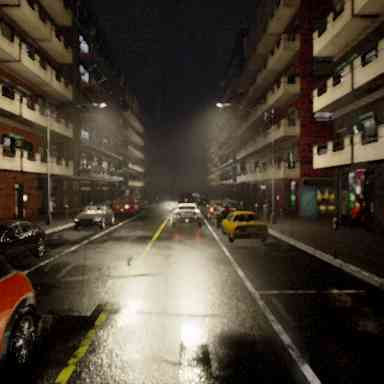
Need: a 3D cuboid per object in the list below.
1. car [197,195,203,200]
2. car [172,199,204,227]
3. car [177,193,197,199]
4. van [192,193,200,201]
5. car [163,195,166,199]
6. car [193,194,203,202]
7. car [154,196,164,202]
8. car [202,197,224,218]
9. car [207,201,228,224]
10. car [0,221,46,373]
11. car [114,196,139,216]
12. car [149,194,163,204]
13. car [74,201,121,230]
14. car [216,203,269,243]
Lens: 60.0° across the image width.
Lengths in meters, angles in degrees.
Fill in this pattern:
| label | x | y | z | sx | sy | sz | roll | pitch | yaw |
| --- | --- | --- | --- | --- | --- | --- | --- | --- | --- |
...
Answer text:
| label | x | y | z | sx | sy | sz | roll | pitch | yaw |
| --- | --- | --- | --- | --- | --- | --- | --- | --- | --- |
| car | 1.706 | 1.470 | 49.296 | 1.947 | 1.339 | 4.313 | -1 | 0 | -1 |
| car | -0.348 | 1.485 | 22.575 | 1.812 | 1.442 | 4.674 | 0 | 0 | -1 |
| car | -0.793 | 1.142 | 45.163 | 2.150 | 2.045 | 5.566 | 0 | 0 | -1 |
| van | 1.024 | 1.192 | 82.901 | 1.690 | 1.788 | 3.998 | -1 | 0 | -1 |
| car | -7.016 | 1.232 | 65.958 | 2.192 | 1.841 | 5.009 | -1 | 0 | -1 |
| car | 1.252 | 1.308 | 71.700 | 1.967 | 1.590 | 4.097 | -1 | 0 | -1 |
| car | -7.124 | 1.490 | 71.559 | 1.802 | 1.307 | 4.206 | -1 | 0 | -1 |
| car | 2.155 | 1.381 | 26.892 | 1.967 | 1.590 | 4.097 | -1 | 0 | -1 |
| car | 2.270 | 1.516 | 21.291 | 1.947 | 1.339 | 4.313 | -1 | 0 | -1 |
| car | -3.135 | 1.362 | 2.642 | 2.097 | 1.767 | 4.553 | 0 | 0 | -1 |
| car | -6.339 | 1.286 | 32.353 | 2.192 | 1.841 | 5.009 | -1 | 0 | -1 |
| car | -6.899 | 1.476 | 60.357 | 2.008 | 1.369 | 4.403 | -1 | 0 | -1 |
| car | -6.109 | 1.541 | 21.151 | 2.008 | 1.369 | 4.403 | -1 | 0 | -1 |
| car | 2.379 | 1.485 | 15.860 | 1.752 | 1.417 | 4.829 | -1 | 0 | -1 |
